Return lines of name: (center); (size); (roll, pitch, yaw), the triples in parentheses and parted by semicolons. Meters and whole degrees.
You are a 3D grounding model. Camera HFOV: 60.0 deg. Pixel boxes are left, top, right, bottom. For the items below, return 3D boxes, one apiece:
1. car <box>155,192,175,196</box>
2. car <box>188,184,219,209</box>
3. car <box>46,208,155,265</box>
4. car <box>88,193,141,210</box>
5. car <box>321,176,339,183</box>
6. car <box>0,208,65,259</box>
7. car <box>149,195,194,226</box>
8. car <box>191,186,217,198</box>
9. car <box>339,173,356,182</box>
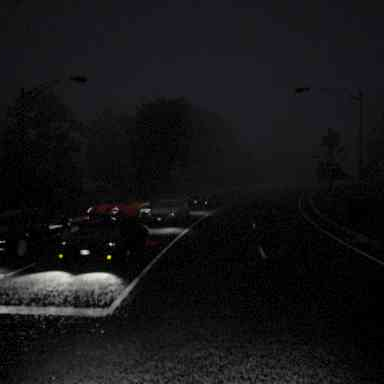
car: (-2.544, 0.739, 31.501); (1.994, 1.385, 4.181); (0, 3, 15)
car: (1.098, 0.346, 31.529); (2.150, 2.045, 5.566); (0, 3, 17)
car: (-2.800, 1.472, 11.309); (1.994, 1.385, 4.181); (0, 1, 6)
car: (-4.866, 1.000, 21.271); (2.097, 1.767, 4.553); (0, 2, 11)
car: (32.594, -3.143, 79.603); (2.097, 1.767, 4.553); (0, 4, 45)
car: (-6.202, 1.394, 12.318); (1.837, 1.490, 4.892); (0, 1, 7)
car: (-1.384, 1.167, 21.004); (1.812, 1.442, 4.674); (0, 2, 12)
car: (1.645, -0.019, 44.081); (1.895, 1.301, 4.718); (0, 4, 21)
car: (36.737, -3.413, 78.850); (5.566, 2.045, 2.150); (-5, 3, -43)
